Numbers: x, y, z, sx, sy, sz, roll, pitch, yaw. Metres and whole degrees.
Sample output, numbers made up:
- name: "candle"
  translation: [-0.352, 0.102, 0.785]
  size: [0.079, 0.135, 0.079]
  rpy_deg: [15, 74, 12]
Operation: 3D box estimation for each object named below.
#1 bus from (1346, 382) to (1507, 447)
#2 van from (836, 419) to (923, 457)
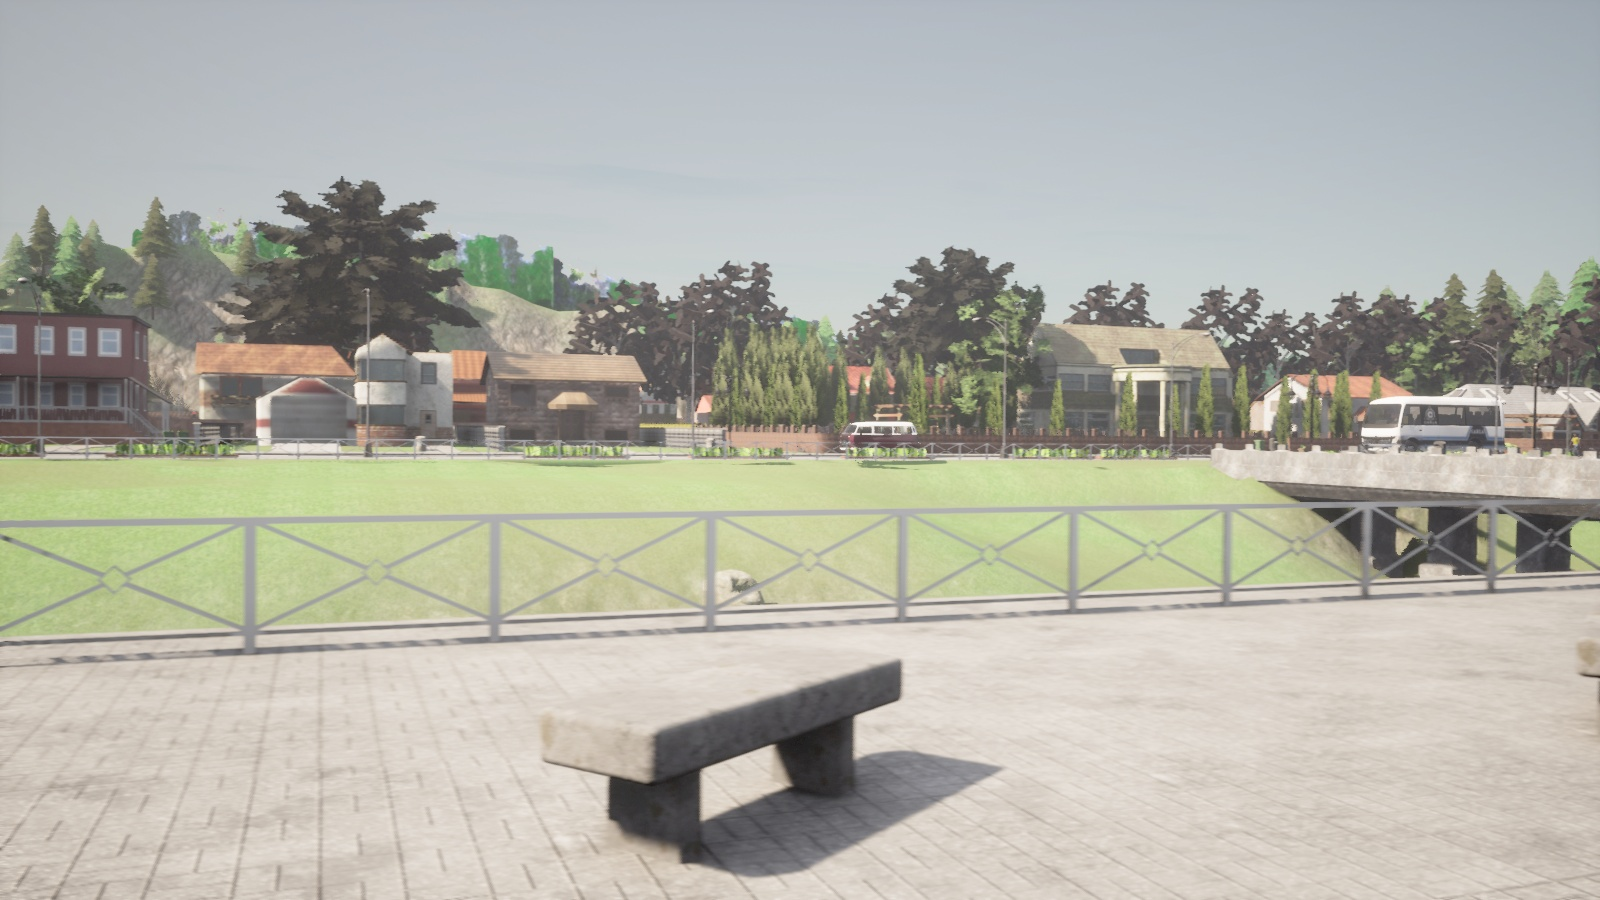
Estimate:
- name: "bus"
  translation: [42.885, -2.442, 86.014]
  size: [10.273, 4.253, 3.944]
  rpy_deg: [-1, 1, -21]
- name: "van"
  translation: [4.504, -0.690, 71.466]
  size: [4.480, 2.038, 2.069]
  rpy_deg: [-1, 1, -21]
